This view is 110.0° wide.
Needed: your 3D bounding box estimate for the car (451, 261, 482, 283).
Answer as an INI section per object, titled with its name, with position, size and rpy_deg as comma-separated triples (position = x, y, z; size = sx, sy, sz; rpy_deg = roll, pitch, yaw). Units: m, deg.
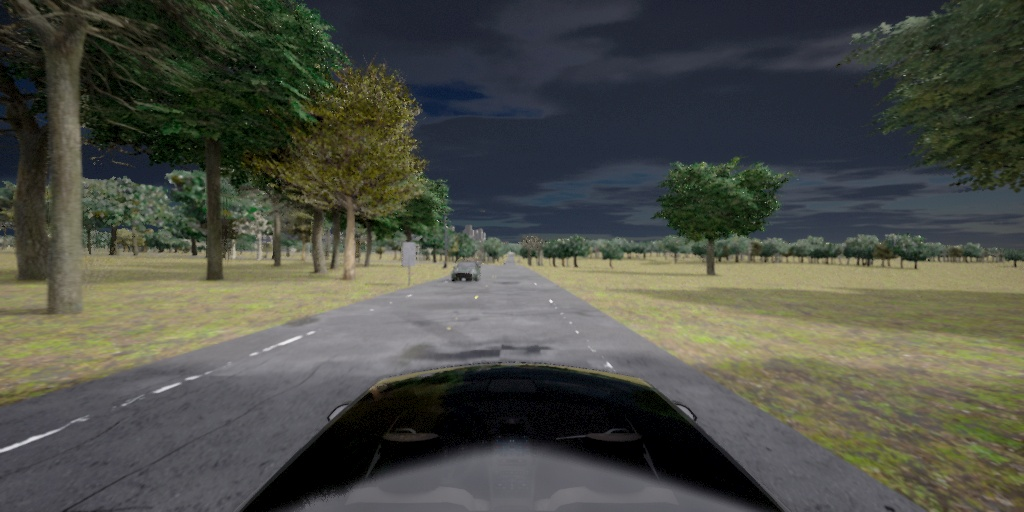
[car]
position = -3.651, 1.188, 29.204
size = 2.097, 1.767, 4.553
rpy_deg = 0, 0, -1
